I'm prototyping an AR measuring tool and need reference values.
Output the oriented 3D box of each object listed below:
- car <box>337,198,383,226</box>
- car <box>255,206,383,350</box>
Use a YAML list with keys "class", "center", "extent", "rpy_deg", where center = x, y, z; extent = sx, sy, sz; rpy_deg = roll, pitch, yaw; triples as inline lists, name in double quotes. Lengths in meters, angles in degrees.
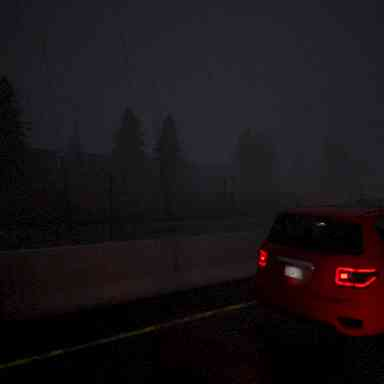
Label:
- class: "car"
  center: [14.364, 1.507, 27.068]
  extent: [5.566, 2.045, 2.150]
  rpy_deg: [1, -1, -35]
- class: "car"
  center: [3.675, 1.290, 6.368]
  extent: [5.566, 2.045, 2.150]
  rpy_deg: [1, 0, -35]
